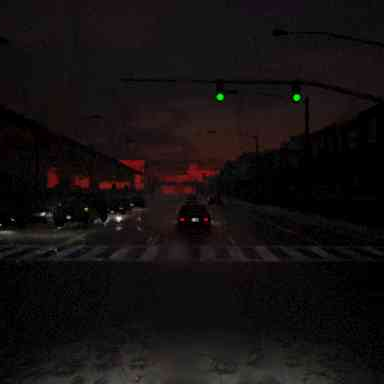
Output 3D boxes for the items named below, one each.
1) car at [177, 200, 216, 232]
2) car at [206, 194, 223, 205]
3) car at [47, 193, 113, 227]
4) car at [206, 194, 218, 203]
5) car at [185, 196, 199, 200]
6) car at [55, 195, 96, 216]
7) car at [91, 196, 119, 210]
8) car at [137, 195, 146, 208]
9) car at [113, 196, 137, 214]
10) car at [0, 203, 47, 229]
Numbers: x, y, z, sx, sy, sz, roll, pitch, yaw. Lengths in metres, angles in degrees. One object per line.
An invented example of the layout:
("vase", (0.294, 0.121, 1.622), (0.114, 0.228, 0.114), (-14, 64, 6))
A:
("car", (0.099, 1.423, 18.981), (2.033, 1.411, 5.357), (0, 0, 0))
("car", (3.499, 1.240, 49.152), (1.994, 1.385, 4.181), (0, 0, 0))
("car", (-7.089, 1.078, 21.860), (2.150, 2.045, 5.566), (0, 0, 0))
("car", (3.497, 1.140, 59.093), (1.812, 1.442, 4.674), (0, 0, 0))
("car", (-0.002, 1.230, 48.549), (2.033, 1.411, 5.357), (0, 0, 0))
("car", (-10.528, 1.154, 30.380), (2.097, 1.767, 4.553), (0, 0, 0))
("car", (-10.502, 1.228, 40.406), (2.128, 1.511, 4.902), (0, 0, 0))
("car", (-7.002, 1.228, 42.366), (1.837, 1.490, 4.892), (0, 0, 0))
("car", (-7.013, 1.338, 32.103), (2.033, 1.411, 5.357), (0, 0, 0))
("car", (-10.586, 1.410, 20.988), (2.033, 1.411, 5.357), (0, 0, 0))
